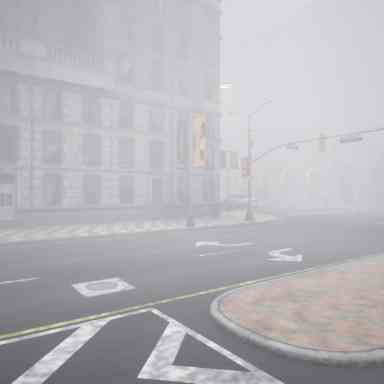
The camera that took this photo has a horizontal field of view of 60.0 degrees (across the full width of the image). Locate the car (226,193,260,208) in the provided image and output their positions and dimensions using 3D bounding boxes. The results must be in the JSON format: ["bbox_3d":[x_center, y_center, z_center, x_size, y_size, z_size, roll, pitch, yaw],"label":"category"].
[{"bbox_3d":[6.897,1.221,46.378,2.150,2.045,5.566,0,0,-37],"label":"car"}]

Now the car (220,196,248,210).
[{"bbox_3d":[4.725,1.564,43.414,1.994,1.385,4.181,0,0,-36],"label":"car"}]
